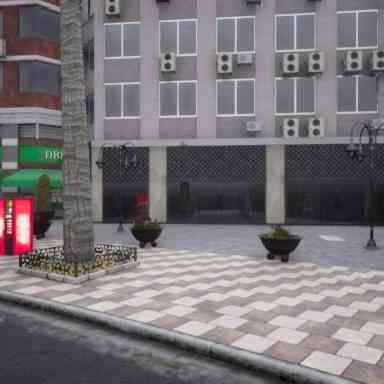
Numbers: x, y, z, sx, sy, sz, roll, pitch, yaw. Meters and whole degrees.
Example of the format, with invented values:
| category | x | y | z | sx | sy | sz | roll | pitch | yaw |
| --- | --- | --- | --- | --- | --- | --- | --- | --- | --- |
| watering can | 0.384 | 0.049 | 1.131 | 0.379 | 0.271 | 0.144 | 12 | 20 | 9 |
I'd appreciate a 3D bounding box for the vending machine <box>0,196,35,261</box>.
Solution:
| category | x | y | z | sx | sy | sz | roll | pitch | yaw |
| --- | --- | --- | --- | --- | --- | --- | --- | --- | --- |
| vending machine | -6.203 | 1.195 | 11.454 | 0.880 | 2.100 | 1.100 | 0 | 0 | 23 |
